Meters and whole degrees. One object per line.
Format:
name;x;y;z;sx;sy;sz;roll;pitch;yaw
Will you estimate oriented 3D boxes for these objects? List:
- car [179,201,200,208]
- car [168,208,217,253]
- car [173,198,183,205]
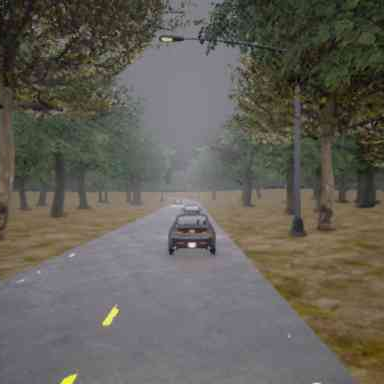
car;0.013;1.822;29.398;1.812;1.442;4.674;0;0;0
car;0.008;1.654;14.312;1.837;1.490;4.892;0;0;0
car;-2.976;2.086;71.061;2.128;1.511;4.902;0;0;0
